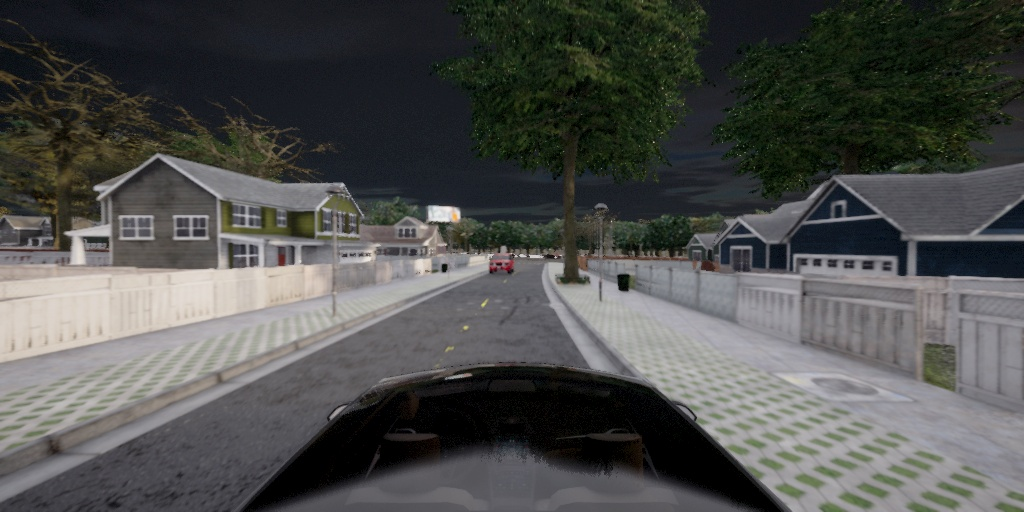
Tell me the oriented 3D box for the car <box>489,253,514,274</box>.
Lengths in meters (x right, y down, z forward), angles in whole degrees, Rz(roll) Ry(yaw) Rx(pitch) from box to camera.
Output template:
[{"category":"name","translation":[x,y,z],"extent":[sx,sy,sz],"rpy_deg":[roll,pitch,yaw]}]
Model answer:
[{"category":"car","translation":[-1.017,0.754,37.465],"extent":[2.150,2.045,5.566],"rpy_deg":[0,0,5]}]
